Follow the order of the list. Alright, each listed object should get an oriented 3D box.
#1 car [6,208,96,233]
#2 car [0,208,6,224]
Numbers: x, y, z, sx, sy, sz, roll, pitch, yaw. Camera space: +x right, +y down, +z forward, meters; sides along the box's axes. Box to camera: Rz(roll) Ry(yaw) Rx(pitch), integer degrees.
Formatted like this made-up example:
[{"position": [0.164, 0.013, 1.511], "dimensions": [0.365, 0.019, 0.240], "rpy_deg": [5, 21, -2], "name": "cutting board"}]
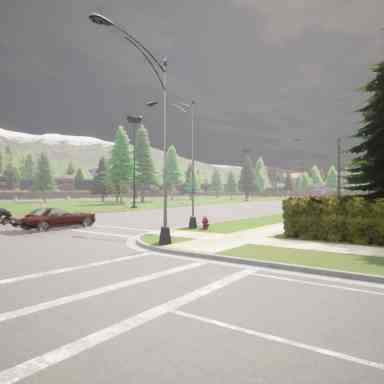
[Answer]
[{"position": [-8.153, 1.601, 20.016], "dimensions": [1.895, 1.301, 4.718], "rpy_deg": [0, 0, 36], "name": "car"}, {"position": [-14.843, 1.352, 22.708], "dimensions": [2.097, 1.767, 4.553], "rpy_deg": [0, 0, 36], "name": "car"}]
